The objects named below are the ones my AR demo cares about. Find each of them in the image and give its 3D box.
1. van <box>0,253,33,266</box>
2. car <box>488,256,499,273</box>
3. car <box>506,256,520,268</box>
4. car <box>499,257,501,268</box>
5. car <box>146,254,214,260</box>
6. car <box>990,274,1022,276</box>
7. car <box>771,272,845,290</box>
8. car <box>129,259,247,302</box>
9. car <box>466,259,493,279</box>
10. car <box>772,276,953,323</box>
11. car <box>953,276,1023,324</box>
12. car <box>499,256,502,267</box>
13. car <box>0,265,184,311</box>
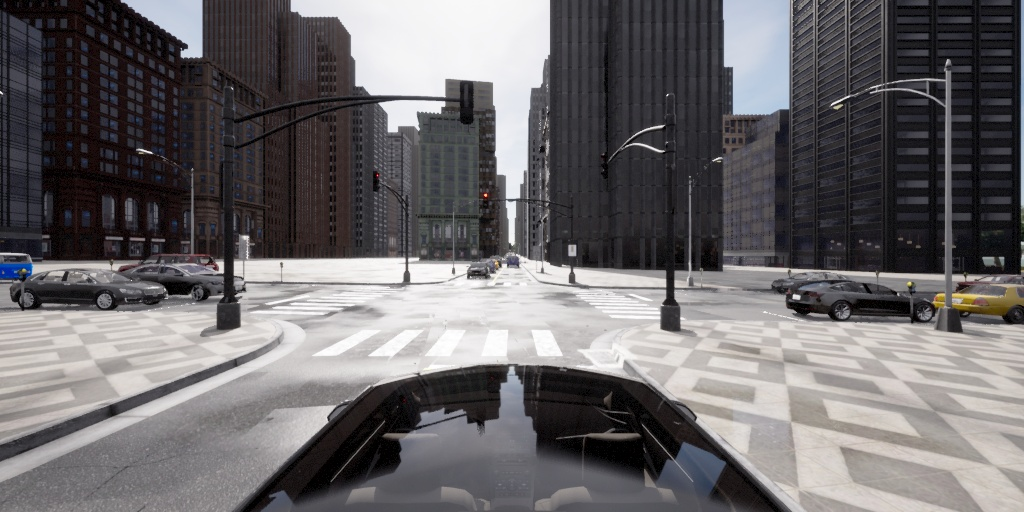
[{"bbox_3d":[-31.116,0.680,21.183,3.998,1.789,1.690,0,0,0],"label":"van"},{"bbox_3d":[-3.035,1.102,42.277,2.097,1.767,4.553,0,0,0],"label":"car"},{"bbox_3d":[0.192,0.973,62.692,2.150,2.045,5.566,0,0,0],"label":"car"},{"bbox_3d":[-3.013,1.228,52.476,1.882,1.535,5.008,0,0,0],"label":"car"},{"bbox_3d":[-20.197,0.799,21.164,5.009,1.841,2.192,0,0,0],"label":"car"},{"bbox_3d":[29.095,1.766,21.174,4.507,1.381,1.888,0,0,0],"label":"car"},{"bbox_3d":[17.809,1.591,21.193,4.403,1.370,2.007,0,0,0],"label":"car"},{"bbox_3d":[-14.136,1.065,15.373,4.902,1.511,2.128,1,0,1],"label":"car"},{"bbox_3d":[-3.052,1.255,33.224,1.837,1.490,4.892,0,0,0],"label":"car"},{"bbox_3d":[12.143,1.524,12.678,4.313,1.339,1.948,0,0,0],"label":"car"},{"bbox_3d":[17.956,1.571,12.668,4.829,1.417,1.751,0,0,0],"label":"car"},{"bbox_3d":[-2.949,0.973,63.177,2.150,2.045,5.566,0,0,1],"label":"car"},{"bbox_3d":[-14.764,1.116,12.629,4.403,1.370,2.007,0,0,0],"label":"car"}]
